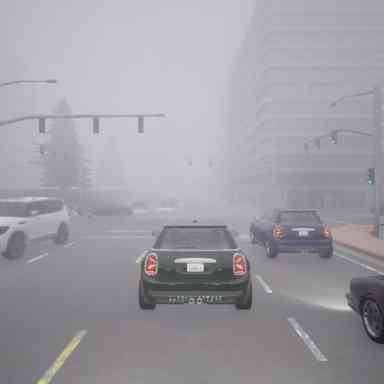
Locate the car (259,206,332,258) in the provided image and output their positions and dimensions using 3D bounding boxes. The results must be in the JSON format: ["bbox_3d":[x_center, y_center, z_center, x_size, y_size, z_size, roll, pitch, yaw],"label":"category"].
[{"bbox_3d":[3.587,1.352,12.827,2.097,1.767,4.553,0,0,0],"label":"car"}]

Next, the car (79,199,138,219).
[{"bbox_3d":[-7.557,1.482,28.513,4.902,1.511,2.128,0,0,-23],"label":"car"}]

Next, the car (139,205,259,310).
[{"bbox_3d":[0.071,1.352,7.988,2.097,1.767,4.553,0,0,0],"label":"car"}]

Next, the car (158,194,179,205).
[{"bbox_3d":[-3.597,1.491,51.082,2.128,1.511,4.902,0,0,0],"label":"car"}]

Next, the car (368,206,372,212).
[{"bbox_3d":[19.936,1.492,32.455,5.357,1.411,2.033,0,0,-18],"label":"car"}]

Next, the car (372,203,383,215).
[{"bbox_3d":[18.197,1.470,28.182,4.674,1.442,1.812,0,0,-11],"label":"car"}]

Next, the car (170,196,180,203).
[{"bbox_3d":[-3.500,1.595,71.100,1.895,1.301,4.718,0,0,0],"label":"car"}]

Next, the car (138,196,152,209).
[{"bbox_3d":[-7.100,1.601,45.613,1.895,1.301,4.718,0,0,0],"label":"car"}]

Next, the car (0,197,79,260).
[{"bbox_3d":[-6.672,1.221,12.804,2.150,2.045,5.566,0,0,5],"label":"car"}]

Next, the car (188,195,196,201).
[{"bbox_3d":[0.000,1.525,81.125,2.128,1.511,4.902,0,0,0],"label":"car"}]

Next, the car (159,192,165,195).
[{"bbox_3d":[-7.048,1.221,63.922,2.150,2.045,5.566,0,0,1],"label":"car"}]

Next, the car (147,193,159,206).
[{"bbox_3d":[-7.089,1.352,54.508,2.097,1.767,4.553,0,0,0],"label":"car"}]

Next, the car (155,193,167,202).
[{"bbox_3d":[-7.000,1.225,74.567,2.150,2.045,5.566,0,0,0],"label":"car"}]

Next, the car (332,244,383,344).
[{"bbox_3d":[3.599,1.547,3.351,2.033,1.411,5.357,0,0,0],"label":"car"}]
